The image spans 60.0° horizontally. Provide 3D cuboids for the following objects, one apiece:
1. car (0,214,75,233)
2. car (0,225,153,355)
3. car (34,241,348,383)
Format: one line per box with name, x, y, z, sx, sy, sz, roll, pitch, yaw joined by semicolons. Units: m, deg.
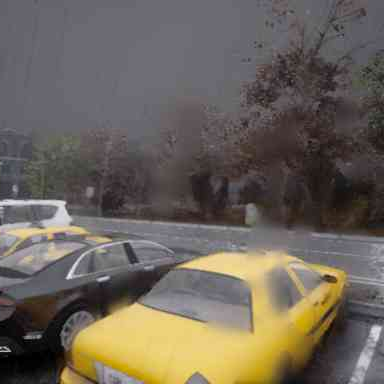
car;-3.852;1.503;7.654;1.946;1.575;5.366;0;0;35
car;-1.485;1.498;6.191;2.231;1.521;4.892;0;0;35
car;0.888;1.484;4.739;1.946;1.575;5.366;0;0;35
